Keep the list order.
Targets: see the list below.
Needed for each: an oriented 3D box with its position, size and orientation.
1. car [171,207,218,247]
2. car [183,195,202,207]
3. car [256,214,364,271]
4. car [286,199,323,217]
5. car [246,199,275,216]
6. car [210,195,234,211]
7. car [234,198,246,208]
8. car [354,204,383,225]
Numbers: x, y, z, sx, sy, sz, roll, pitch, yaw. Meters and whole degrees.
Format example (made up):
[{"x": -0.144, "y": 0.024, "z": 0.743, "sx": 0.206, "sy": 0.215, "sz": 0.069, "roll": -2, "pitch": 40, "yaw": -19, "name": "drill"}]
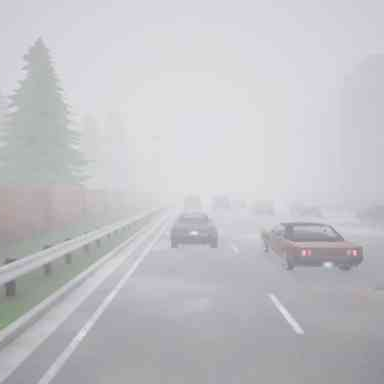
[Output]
[{"x": 0.087, "y": 1.610, "z": 15.274, "sx": 1.994, "sy": 1.385, "sz": 4.181, "roll": 0, "pitch": 0, "yaw": 0, "name": "car"}, {"x": 0.067, "y": 1.350, "z": 42.633, "sx": 2.150, "sy": 2.045, "sz": 5.566, "roll": 0, "pitch": 0, "yaw": 0, "name": "car"}, {"x": 3.589, "y": 1.634, "z": 10.989, "sx": 1.895, "sy": 1.301, "sz": 4.718, "roll": 0, "pitch": 0, "yaw": 0, "name": "car"}, {"x": 10.575, "y": 1.620, "z": 31.088, "sx": 1.812, "sy": 1.442, "sz": 4.674, "roll": 0, "pitch": -1, "yaw": 0, "name": "car"}, {"x": 7.073, "y": 1.665, "z": 33.752, "sx": 1.994, "sy": 1.385, "sz": 4.181, "roll": 0, "pitch": 0, "yaw": 0, "name": "car"}, {"x": 3.564, "y": 1.347, "z": 41.786, "sx": 2.150, "sy": 2.045, "sz": 5.566, "roll": 0, "pitch": 0, "yaw": 0, "name": "car"}, {"x": 6.970, "y": 1.641, "z": 49.622, "sx": 2.128, "sy": 1.511, "sz": 4.902, "roll": 0, "pitch": 0, "yaw": 0, "name": "car"}, {"x": 14.081, "y": 1.621, "z": 24.486, "sx": 2.033, "sy": 1.411, "sz": 5.357, "roll": 0, "pitch": 0, "yaw": 0, "name": "car"}]
